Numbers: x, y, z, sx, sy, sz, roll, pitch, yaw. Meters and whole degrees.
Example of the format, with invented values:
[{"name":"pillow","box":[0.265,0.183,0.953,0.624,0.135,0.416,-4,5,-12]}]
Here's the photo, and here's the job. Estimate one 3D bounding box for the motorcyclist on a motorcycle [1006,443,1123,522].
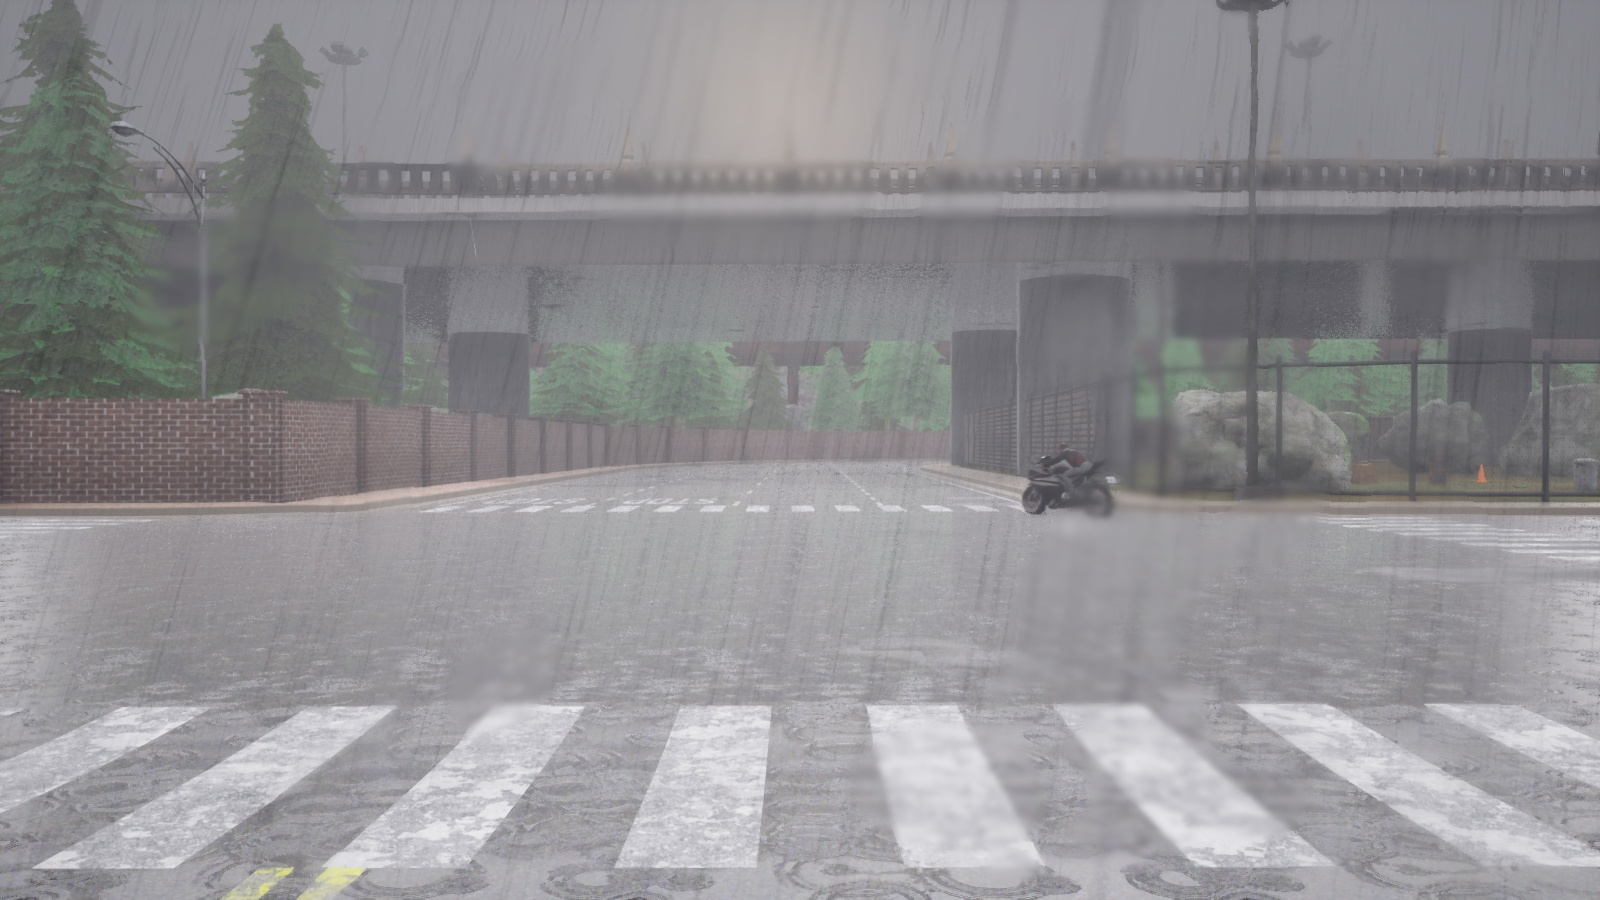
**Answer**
[{"name":"motorcyclist on a motorcycle","box":[5.309,0.632,25.354,0.866,1.530,2.191,2,-1,-43]}]
